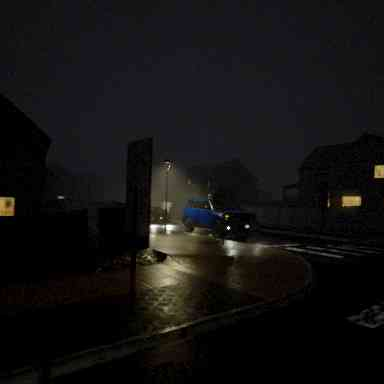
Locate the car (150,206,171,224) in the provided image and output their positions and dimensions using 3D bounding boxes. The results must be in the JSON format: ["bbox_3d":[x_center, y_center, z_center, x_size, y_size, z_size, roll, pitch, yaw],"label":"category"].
[{"bbox_3d":[-3.186,1.859,27.355,1.994,1.385,4.181,3,-2,-24],"label":"car"}]

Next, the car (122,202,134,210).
[{"bbox_3d":[-11.431,2.489,58.753,1.895,1.301,4.718,2,-1,-13],"label":"car"}]

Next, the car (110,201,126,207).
[{"bbox_3d":[-7.434,2.011,36.942,2.033,1.411,5.357,3,-2,-22],"label":"car"}]

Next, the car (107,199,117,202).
[{"bbox_3d":[-12.378,1.898,51.475,1.837,1.490,4.892,2,-1,-16],"label":"car"}]

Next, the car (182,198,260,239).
[{"bbox_3d":[1.386,1.348,18.440,2.150,2.045,5.566,3,-2,-28],"label":"car"}]
